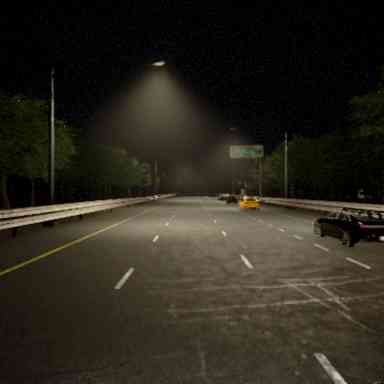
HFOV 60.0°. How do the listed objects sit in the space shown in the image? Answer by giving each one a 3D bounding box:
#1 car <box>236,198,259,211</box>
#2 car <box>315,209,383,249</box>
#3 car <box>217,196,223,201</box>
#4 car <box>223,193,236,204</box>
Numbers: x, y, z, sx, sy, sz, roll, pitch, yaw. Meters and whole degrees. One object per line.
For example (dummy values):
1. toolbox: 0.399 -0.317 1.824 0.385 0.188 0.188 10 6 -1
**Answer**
1. car: 7.085 1.491 41.492 1.882 1.535 5.008 0 0 0
2. car: 7.009 1.494 14.590 2.128 1.511 4.902 0 0 0
3. car: 7.302 1.548 81.903 1.895 1.301 4.718 0 0 0
4. car: 7.184 1.487 60.814 1.837 1.490 4.892 0 0 0
